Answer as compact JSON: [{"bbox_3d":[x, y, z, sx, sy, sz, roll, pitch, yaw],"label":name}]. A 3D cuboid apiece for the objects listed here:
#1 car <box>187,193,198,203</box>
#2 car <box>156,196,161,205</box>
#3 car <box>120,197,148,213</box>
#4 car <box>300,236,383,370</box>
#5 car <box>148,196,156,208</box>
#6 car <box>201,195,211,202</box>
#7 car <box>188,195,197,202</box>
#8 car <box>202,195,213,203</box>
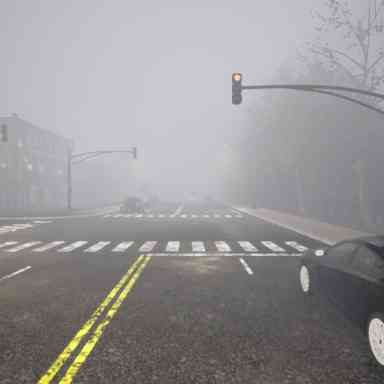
[{"bbox_3d":[0.128,1.196,68.627,2.150,2.045,5.566,0,0,0],"label":"car"},{"bbox_3d":[-6.553,1.486,58.654,1.837,1.490,4.892,0,0,0],"label":"car"},{"bbox_3d":[-6.584,1.341,37.056,2.097,1.767,4.553,0,0,0],"label":"car"},{"bbox_3d":[3.345,1.477,5.634,1.882,1.535,5.008,0,0,1],"label":"car"},{"bbox_3d":[-6.578,1.586,46.214,1.895,1.301,4.718,0,0,0],"label":"car"},{"bbox_3d":[3.284,1.494,79.149,2.128,1.511,4.902,0,0,0],"label":"car"},{"bbox_3d":[0.034,1.509,79.270,2.033,1.411,5.357,0,0,0],"label":"car"},{"bbox_3d":[3.382,1.480,68.959,1.837,1.490,4.892,0,0,0],"label":"car"}]
